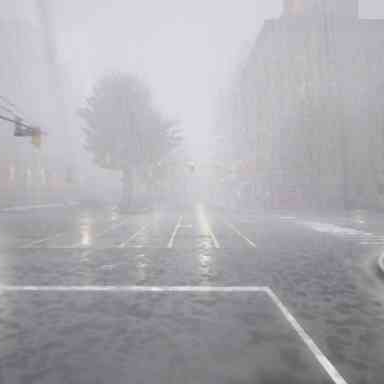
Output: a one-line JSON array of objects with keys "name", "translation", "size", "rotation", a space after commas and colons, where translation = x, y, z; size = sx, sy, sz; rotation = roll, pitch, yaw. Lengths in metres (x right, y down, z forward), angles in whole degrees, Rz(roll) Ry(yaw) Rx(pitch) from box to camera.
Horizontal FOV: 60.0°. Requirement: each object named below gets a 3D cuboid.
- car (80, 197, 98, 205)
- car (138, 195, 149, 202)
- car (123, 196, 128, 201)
[{"name": "car", "translation": [-18.249, 1.592, 58.832], "size": [1.895, 1.301, 4.718], "rotation": [0, 0, 0]}, {"name": "car", "translation": [-11.500, 1.469, 79.091], "size": [1.882, 1.535, 5.008], "rotation": [0, 0, 0]}, {"name": "car", "translation": [-15.000, 1.543, 79.091], "size": [1.994, 1.385, 4.181], "rotation": [0, 0, 0]}]
